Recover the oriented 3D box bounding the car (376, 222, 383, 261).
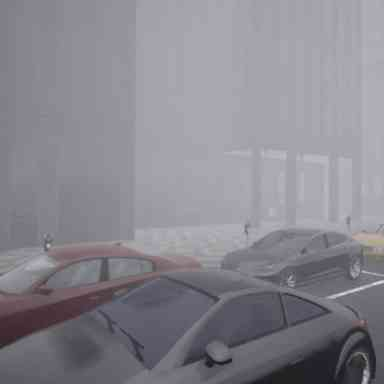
[{"bbox_3d":[7.167,1.625,11.738,4.829,1.417,1.752,1,0,-35],"label":"car"}]

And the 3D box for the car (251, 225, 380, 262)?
[{"bbox_3d":[2.712,1.622,8.570,4.313,1.339,1.947,1,0,-35],"label":"car"}]

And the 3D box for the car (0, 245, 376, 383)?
[{"bbox_3d":[0.019,1.579,3.388,4.181,1.385,1.994,1,0,-35],"label":"car"}]

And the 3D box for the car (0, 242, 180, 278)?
[{"bbox_3d":[-1.881,1.557,5.305,4.507,1.381,1.887,1,0,-35],"label":"car"}]
